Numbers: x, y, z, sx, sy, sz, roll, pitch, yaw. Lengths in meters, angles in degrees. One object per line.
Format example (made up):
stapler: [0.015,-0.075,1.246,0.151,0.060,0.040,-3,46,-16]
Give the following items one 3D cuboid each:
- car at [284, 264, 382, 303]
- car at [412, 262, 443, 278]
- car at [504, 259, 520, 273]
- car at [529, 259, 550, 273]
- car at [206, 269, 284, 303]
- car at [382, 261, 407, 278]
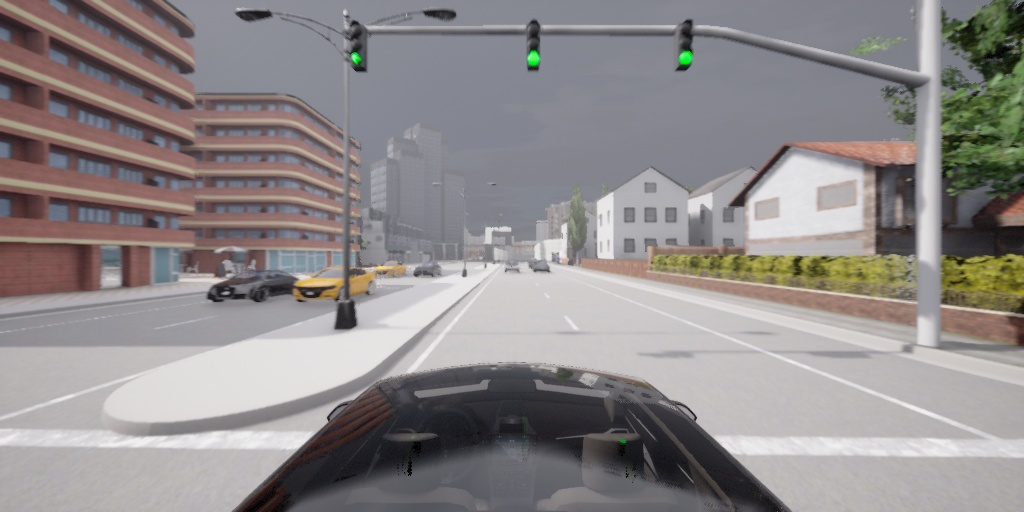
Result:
car: [-8.082,1.227,16.839,1.882,1.535,5.008,0,0,0]
car: [-8.055,1.296,34.756,2.033,1.411,5.357,0,0,0]
car: [0.009,1.350,43.632,1.895,1.301,4.718,0,0,0]
car: [3.514,1.313,43.829,1.994,1.385,4.181,0,0,0]
car: [-11.585,1.313,16.495,1.994,1.385,4.181,0,0,0]
car: [-11.559,1.226,34.351,1.882,1.535,5.008,0,0,0]
